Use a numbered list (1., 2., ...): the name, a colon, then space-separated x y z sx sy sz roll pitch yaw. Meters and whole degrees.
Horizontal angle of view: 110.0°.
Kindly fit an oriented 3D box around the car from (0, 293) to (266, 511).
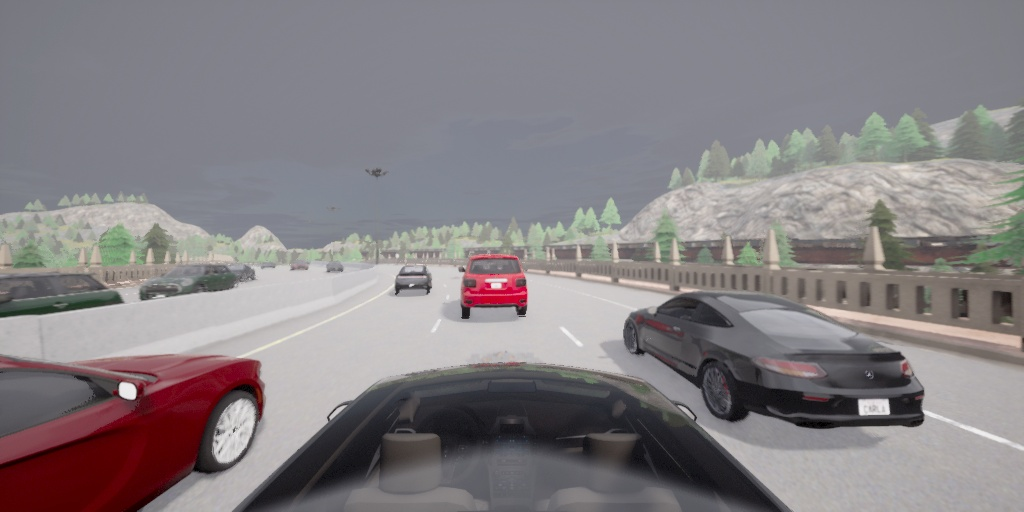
1. car: -3.541 1.242 1.787 1.882 1.535 5.008 0 0 0

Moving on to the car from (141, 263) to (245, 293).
1. car: -15.939 1.203 17.992 2.097 1.767 4.553 0 0 -12

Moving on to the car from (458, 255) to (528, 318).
1. car: -0.790 0.980 13.356 2.150 2.045 5.566 0 0 -7

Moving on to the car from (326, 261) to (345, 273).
1. car: -22.953 1.444 46.583 1.837 1.490 4.892 0 0 -30

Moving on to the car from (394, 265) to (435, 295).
1. car: -5.525 1.281 20.478 2.128 1.511 4.902 0 0 -11

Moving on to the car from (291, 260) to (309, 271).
1. car: -32.634 1.390 55.100 2.097 1.767 4.553 -1 0 -35

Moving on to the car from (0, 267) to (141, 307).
1. car: -10.972 1.157 7.348 2.097 1.767 4.553 0 0 -5

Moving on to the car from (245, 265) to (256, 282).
1. car: -22.786 1.448 29.715 1.812 1.442 4.674 0 0 -20

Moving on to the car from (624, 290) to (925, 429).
1. car: 3.336 1.262 5.688 1.812 1.442 4.674 0 0 -2
